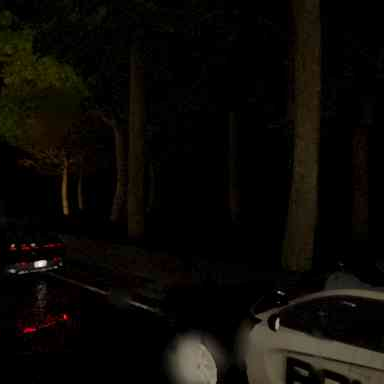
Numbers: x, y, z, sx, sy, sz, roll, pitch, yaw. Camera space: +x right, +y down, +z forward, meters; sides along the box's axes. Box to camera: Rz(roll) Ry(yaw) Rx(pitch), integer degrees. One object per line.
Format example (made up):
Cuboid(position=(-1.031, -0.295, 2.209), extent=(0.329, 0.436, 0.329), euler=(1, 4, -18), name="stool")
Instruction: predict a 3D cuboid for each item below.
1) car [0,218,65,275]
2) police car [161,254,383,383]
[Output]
Cuboid(position=(-5.609, 1.554, 9.963), extent=(4.892, 1.490, 1.837), euler=(0, -1, 42), name="car")
Cuboid(position=(1.794, 1.493, 3.403), extent=(5.238, 1.638, 1.930), euler=(0, -1, 42), name="police car")
